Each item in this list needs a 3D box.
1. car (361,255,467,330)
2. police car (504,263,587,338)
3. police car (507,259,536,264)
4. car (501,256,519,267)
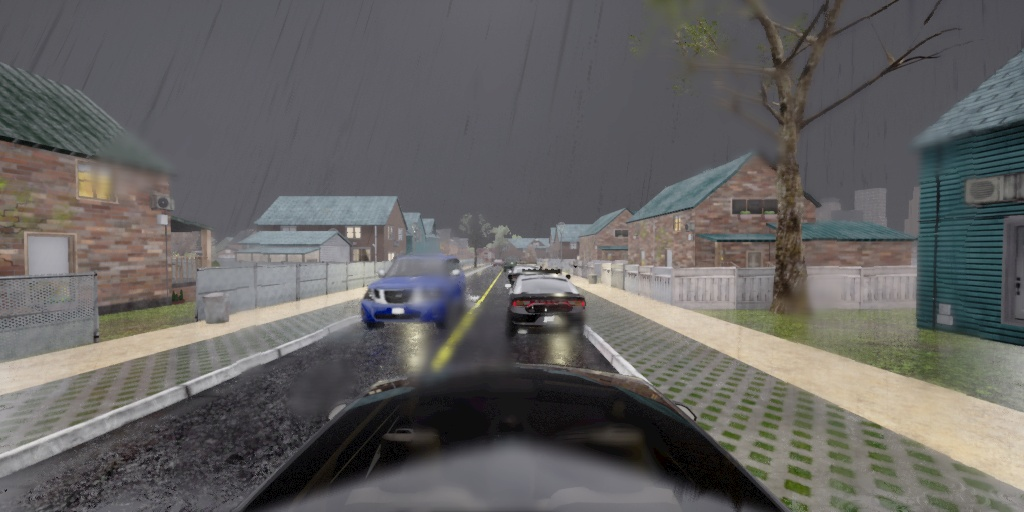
[{"bbox_3d":[-2.748,0.971,11.402,2.150,2.045,5.566,0,0,0],"label":"car"},{"bbox_3d":[0.827,1.175,10.360,1.930,1.638,5.238,0,0,0],"label":"police car"},{"bbox_3d":[0.828,1.182,20.362,1.930,1.638,5.238,0,0,0],"label":"police car"},{"bbox_3d":[0.029,1.027,47.008,2.150,2.045,5.566,0,0,0],"label":"car"}]
